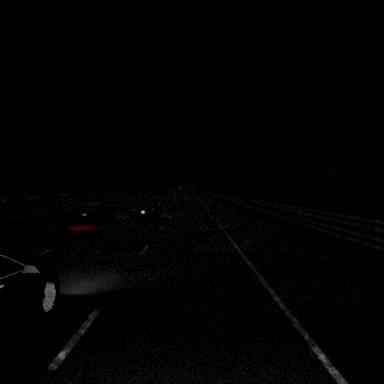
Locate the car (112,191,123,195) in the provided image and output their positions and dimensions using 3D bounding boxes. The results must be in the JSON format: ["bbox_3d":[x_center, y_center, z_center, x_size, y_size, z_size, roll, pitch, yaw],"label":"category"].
[{"bbox_3d":[-17.558,0.385,78.821,2.097,1.767,4.553,0,0,0],"label":"car"}]

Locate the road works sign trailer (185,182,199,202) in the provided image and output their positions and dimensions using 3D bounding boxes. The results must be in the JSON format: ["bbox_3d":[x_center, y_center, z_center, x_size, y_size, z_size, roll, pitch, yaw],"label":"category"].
[{"bbox_3d":[-0.045,0.008,60.803,2.380,3.560,2.880,0,0,0],"label":"road works sign trailer"}]

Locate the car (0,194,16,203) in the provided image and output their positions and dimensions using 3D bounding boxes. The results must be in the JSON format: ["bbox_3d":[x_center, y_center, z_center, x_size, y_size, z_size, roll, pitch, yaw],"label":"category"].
[{"bbox_3d":[-21.117,1.065,38.211,2.097,1.767,4.553,0,1,0],"label":"car"}]

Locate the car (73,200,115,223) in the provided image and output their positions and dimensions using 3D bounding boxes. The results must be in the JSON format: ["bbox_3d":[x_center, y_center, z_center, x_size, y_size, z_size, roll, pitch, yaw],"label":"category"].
[{"bbox_3d":[-6.917,1.298,23.879,1.882,1.535,5.008,0,0,0],"label":"car"}]

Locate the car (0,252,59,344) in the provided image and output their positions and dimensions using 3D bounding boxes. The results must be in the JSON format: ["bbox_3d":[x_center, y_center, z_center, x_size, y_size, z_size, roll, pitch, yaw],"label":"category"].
[{"bbox_3d":[-3.403,1.471,4.343,1.837,1.490,4.892,0,0,0],"label":"car"}]

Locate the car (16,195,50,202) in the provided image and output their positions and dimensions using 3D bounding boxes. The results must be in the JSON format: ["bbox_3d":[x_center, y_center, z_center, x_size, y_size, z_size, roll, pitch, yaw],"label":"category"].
[{"bbox_3d":[-17.620,1.192,37.986,1.882,1.535,5.008,0,0,0],"label":"car"}]

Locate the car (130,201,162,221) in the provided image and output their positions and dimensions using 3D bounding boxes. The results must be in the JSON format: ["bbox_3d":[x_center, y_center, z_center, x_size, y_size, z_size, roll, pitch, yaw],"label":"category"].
[{"bbox_3d":[-3.419,1.373,25.250,1.994,1.385,4.181,0,0,0],"label":"car"}]
